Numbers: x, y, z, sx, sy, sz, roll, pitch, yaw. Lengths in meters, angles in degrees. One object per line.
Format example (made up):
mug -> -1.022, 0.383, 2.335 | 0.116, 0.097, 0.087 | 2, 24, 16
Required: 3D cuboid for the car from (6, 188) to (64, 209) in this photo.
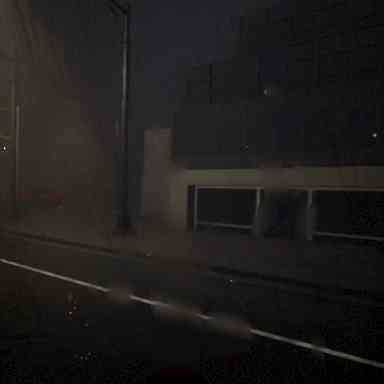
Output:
car -> -16.195, 0.608, 34.724 | 2.150, 2.045, 5.566 | 2, 1, 36
